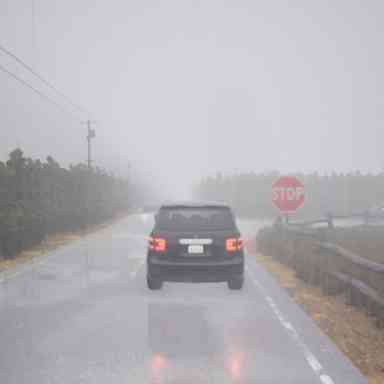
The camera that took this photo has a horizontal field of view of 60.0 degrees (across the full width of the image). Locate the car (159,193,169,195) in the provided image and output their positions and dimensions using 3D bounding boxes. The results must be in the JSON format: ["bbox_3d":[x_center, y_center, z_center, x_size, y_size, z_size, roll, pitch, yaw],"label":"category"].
[{"bbox_3d":[-5.702,1.157,66.322,2.150,2.045,5.566,0,0,1],"label":"car"}]

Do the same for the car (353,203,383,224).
[{"bbox_3d":[14.053,1.472,23.627,4.902,1.511,2.128,0,0,0],"label":"car"}]

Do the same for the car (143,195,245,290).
[{"bbox_3d":[0.078,1.214,9.214,2.150,2.045,5.566,0,0,0],"label":"car"}]

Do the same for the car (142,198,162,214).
[{"bbox_3d":[-4.259,1.450,36.101,1.882,1.535,5.008,0,1,-4],"label":"car"}]
